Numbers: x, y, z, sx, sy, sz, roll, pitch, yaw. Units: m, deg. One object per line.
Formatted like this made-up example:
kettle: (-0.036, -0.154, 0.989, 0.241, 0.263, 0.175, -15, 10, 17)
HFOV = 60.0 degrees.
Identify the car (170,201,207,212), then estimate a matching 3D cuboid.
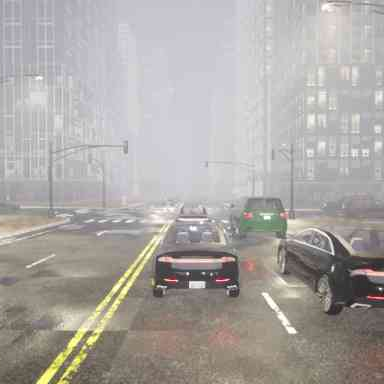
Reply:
car: (0.051, 1.482, 17.712, 2.128, 1.511, 4.902, 0, 0, 0)

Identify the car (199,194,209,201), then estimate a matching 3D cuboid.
car: (3.031, 1.510, 81.331, 1.895, 1.301, 4.718, 0, 0, 0)

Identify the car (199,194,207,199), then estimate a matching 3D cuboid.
car: (3.004, 1.291, 91.303, 1.994, 1.385, 4.181, 0, 0, 0)

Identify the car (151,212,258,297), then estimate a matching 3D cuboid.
car: (0.077, 1.487, 8.527, 2.128, 1.511, 4.902, 0, 0, 0)

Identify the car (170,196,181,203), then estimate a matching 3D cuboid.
car: (-3.442, 1.490, 70.642, 1.994, 1.385, 4.181, 0, 0, 0)

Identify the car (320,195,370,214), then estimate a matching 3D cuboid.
car: (16.852, 1.337, 35.901, 5.566, 2.045, 2.150, 1, 1, 1)

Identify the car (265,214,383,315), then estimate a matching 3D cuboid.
car: (3.327, 1.488, 7.518, 2.128, 1.511, 4.902, 0, 0, 0)

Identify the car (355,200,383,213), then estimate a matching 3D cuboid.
car: (21.705, 1.641, 38.433, 4.829, 1.417, 1.752, 1, 0, 1)

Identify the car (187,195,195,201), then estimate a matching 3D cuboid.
car: (-0.218, 1.454, 80.878, 2.033, 1.411, 5.357, 0, 0, 0)

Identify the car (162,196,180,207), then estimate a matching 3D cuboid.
car: (-3.481, 1.453, 51.405, 2.128, 1.511, 4.902, 0, 0, 0)

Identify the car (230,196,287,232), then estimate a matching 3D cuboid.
car: (3.302, 1.212, 17.360, 2.150, 2.045, 5.566, 0, 0, 0)

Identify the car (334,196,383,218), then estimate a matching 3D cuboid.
car: (16.119, 1.518, 30.131, 5.009, 1.841, 2.192, 1, 0, 1)

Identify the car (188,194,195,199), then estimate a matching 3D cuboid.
car: (-0.247, 1.333, 91.325, 1.895, 1.301, 4.718, 0, 0, 0)

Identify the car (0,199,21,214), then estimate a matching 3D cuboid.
car: (-19.483, 1.406, 33.209, 4.181, 1.385, 1.994, 1, 1, 1)
